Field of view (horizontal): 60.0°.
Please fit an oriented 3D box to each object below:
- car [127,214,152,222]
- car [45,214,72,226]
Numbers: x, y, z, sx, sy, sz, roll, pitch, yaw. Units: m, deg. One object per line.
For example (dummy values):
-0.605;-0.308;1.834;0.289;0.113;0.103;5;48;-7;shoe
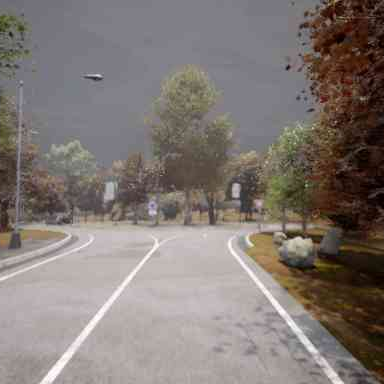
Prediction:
-9.741;4.924;62.841;4.892;1.490;1.837;2;-6;-22;car
-19.418;3.951;48.544;2.097;1.767;4.553;0;-4;5;car
